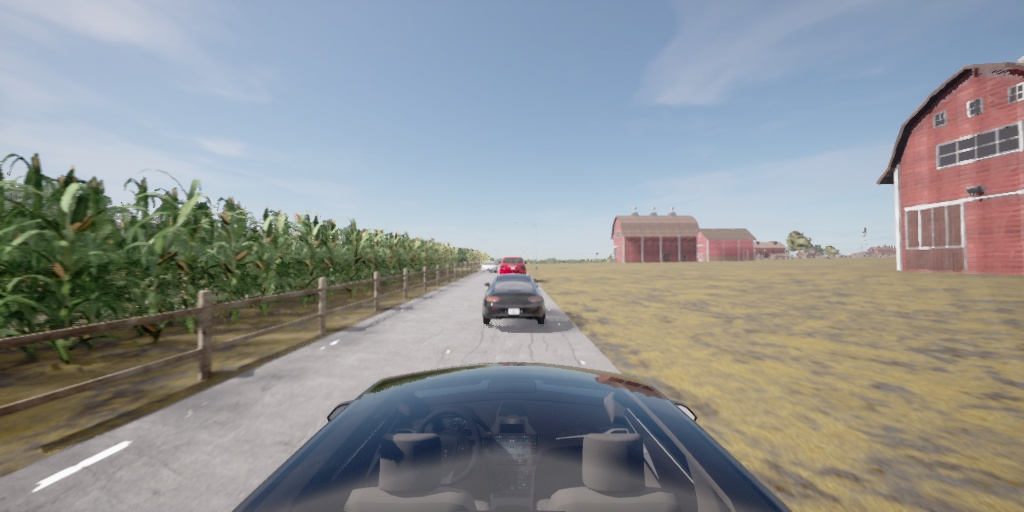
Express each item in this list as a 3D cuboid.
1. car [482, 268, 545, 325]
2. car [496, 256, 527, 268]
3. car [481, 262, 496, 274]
[{"bbox_3d":[0.055,1.311,11.848,1.812,1.442,4.674,0,0,0],"label":"car"},{"bbox_3d":[0.075,1.062,30.544,2.150,2.045,5.566,0,0,0],"label":"car"},{"bbox_3d":[-2.858,1.422,45.062,1.812,1.442,4.674,0,0,0],"label":"car"}]
